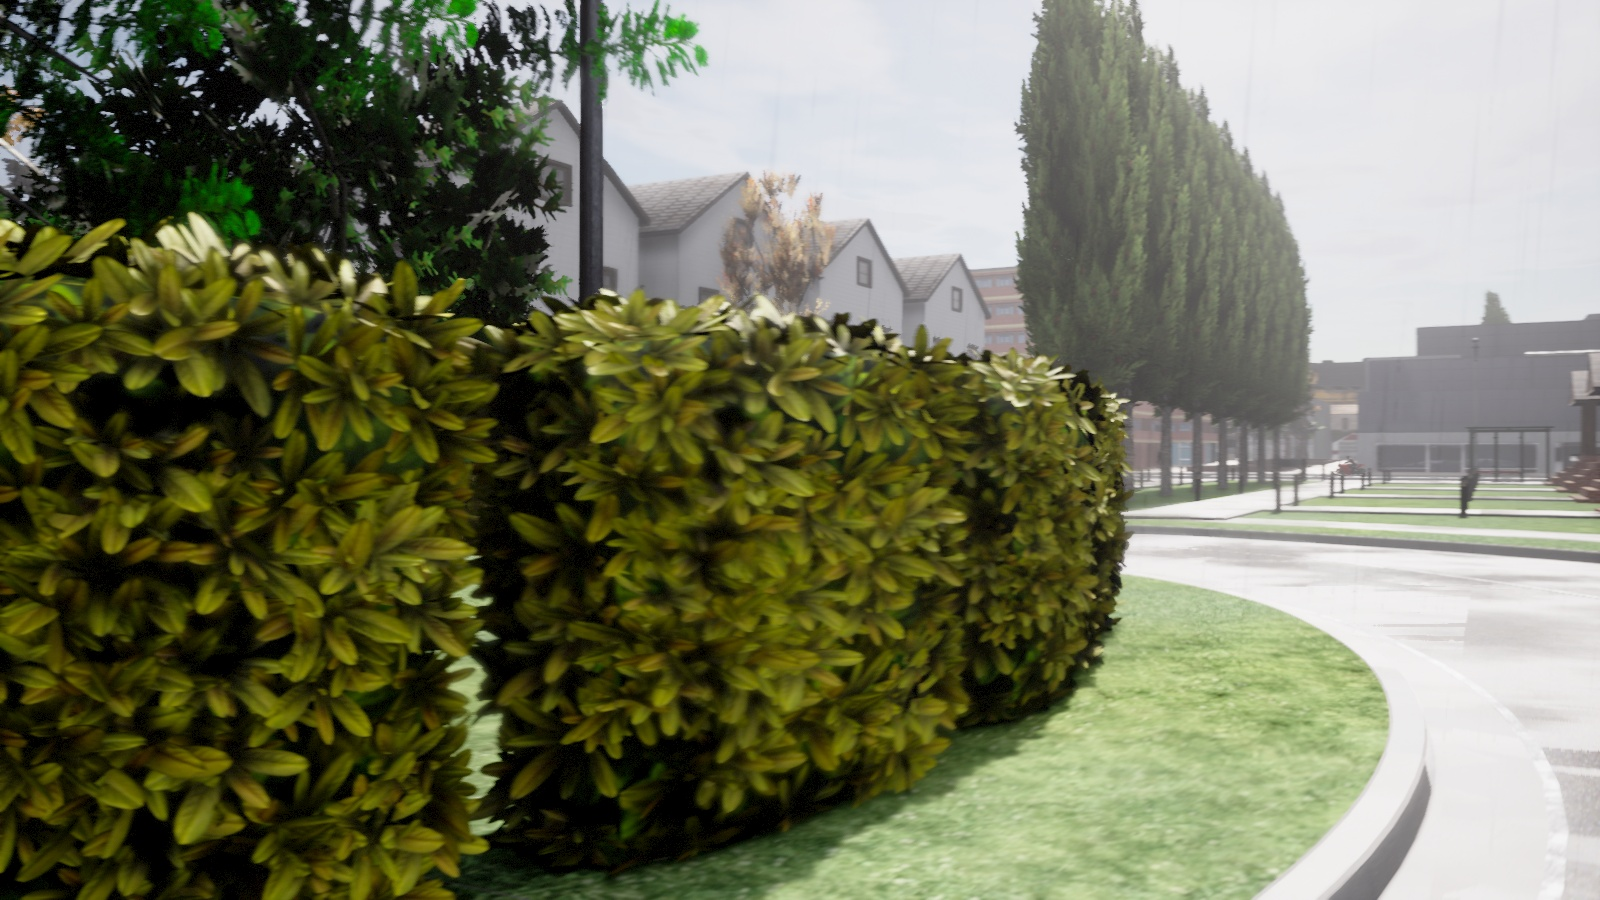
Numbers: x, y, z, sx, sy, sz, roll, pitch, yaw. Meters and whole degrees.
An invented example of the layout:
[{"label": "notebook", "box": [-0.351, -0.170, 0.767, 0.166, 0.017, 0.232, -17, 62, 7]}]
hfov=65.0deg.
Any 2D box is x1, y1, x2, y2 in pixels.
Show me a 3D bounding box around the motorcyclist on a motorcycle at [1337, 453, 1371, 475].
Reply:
[{"label": "motorcyclist on a motorcycle", "box": [37.600, 0.958, 85.294, 2.044, 1.523, 0.797, 0, 0, 29]}]
